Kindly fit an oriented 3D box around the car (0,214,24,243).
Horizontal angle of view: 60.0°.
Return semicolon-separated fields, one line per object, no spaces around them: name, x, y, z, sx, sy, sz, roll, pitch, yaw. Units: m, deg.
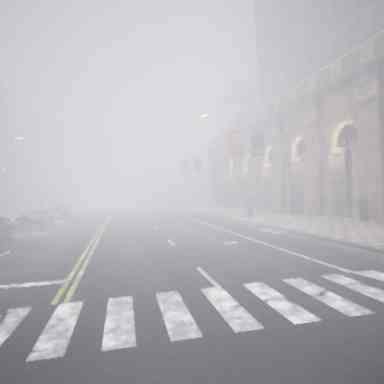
car;-10.345;1.963;16.633;1.882;1.535;5.008;-3;0;-12

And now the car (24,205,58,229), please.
car;-12.427;2.057;26.587;1.882;1.535;5.008;-3;0;-12

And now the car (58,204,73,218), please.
car;-14.623;2.171;37.495;2.128;1.511;4.902;-3;0;-11
